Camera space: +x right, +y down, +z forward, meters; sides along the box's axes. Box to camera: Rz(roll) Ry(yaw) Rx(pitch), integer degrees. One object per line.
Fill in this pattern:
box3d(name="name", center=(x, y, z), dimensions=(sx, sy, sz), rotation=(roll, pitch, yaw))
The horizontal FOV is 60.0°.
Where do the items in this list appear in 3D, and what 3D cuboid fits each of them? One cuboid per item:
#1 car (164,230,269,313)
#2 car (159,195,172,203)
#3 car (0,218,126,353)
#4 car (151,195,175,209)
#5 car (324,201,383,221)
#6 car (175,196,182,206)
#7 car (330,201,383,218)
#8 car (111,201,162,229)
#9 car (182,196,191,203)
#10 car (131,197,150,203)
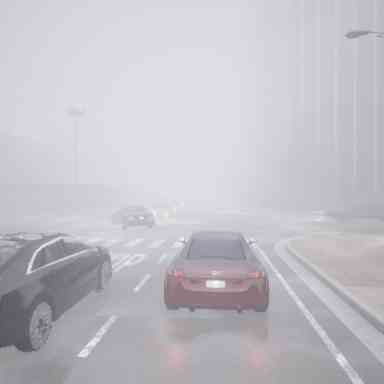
box3d(name="car", center=(0.576, 1.564, 7.759), dimensions=(1.994, 1.385, 4.181), rotation=(0, 0, 5))
box3d(name="car", center=(-5.426, 1.477, 69.011), dimensions=(1.882, 1.535, 5.008), rotation=(0, 0, 4))
box3d(name="car", center=(-2.956, 1.491, 6.151), dimensions=(2.128, 1.511, 4.902), rotation=(0, 0, 3))
box3d(name="car", center=(-3.855, 1.526, 44.485), dimensions=(1.812, 1.442, 4.674), rotation=(0, 0, 4))
box3d(name="car", center=(13.732, 1.603, 27.173), dimensions=(5.357, 1.411, 2.033), rotation=(0, 0, 4))
box3d(name="car", center=(-3.175, 1.526, 53.439), dimensions=(1.812, 1.442, 4.674), rotation=(0, 0, 4))
box3d(name="car", center=(15.512, 1.560, 30.548), dimensions=(4.892, 1.490, 1.837), rotation=(0, 0, 4))
box3d(name="car", center=(-3.919, 1.550, 21.439), dimensions=(2.033, 1.411, 5.357), rotation=(0, 0, -23))
box3d(name="car", center=(-2.055, 1.490, 67.438), dimensions=(2.128, 1.511, 4.902), rotation=(0, 0, 5))
box3d(name="car", center=(-7.345, 1.526, 44.745), dimensions=(1.812, 1.442, 4.674), rotation=(0, 0, 4))
